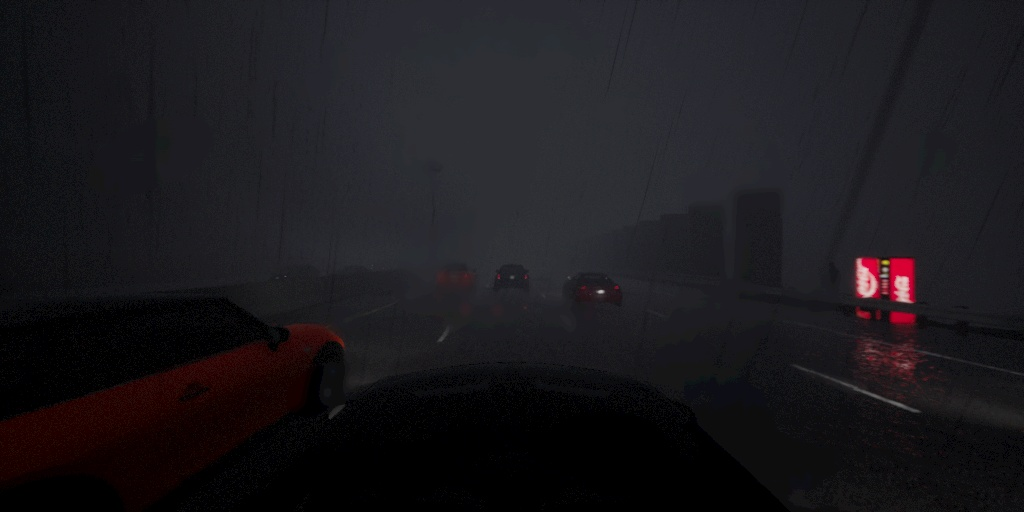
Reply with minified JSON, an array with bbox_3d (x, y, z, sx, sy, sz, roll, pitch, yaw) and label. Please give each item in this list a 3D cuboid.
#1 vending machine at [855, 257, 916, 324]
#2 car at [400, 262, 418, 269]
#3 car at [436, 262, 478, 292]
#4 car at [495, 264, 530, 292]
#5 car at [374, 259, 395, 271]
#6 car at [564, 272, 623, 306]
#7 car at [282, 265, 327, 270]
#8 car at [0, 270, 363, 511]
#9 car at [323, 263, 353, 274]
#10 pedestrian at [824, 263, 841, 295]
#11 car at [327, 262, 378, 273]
[{"bbox_3d":[12.000,1.024,11.557,1.100,2.100,0.880,0,0,0],"label":"vending machine"},{"bbox_3d":[-16.885,1.740,58.719,1.812,1.442,4.674,0,0,1],"label":"car"},{"bbox_3d":[-3.399,1.277,23.239,2.097,1.767,4.553,0,0,0],"label":"car"},{"bbox_3d":[0.030,1.283,22.928,2.097,1.767,4.553,0,0,0],"label":"car"},{"bbox_3d":[-20.487,1.422,57.223,2.150,2.045,5.566,0,0,2],"label":"car"},{"bbox_3d":[3.600,1.433,16.488,1.994,1.385,4.181,0,0,0],"label":"car"},{"bbox_3d":[-17.565,1.483,29.303,1.837,1.490,4.892,0,-1,0],"label":"car"},{"bbox_3d":[-3.400,1.115,3.271,2.097,1.767,4.553,0,0,0],"label":"car"},{"bbox_3d":[-24.179,1.706,49.995,1.994,1.385,4.181,0,0,2],"label":"car"},{"bbox_3d":[11.269,0.782,12.501,0.500,1.100,0.500,0,0,0],"label":"pedestrian"},{"bbox_3d":[-14.059,1.541,31.627,2.033,1.411,5.357,0,-1,0],"label":"car"}]
